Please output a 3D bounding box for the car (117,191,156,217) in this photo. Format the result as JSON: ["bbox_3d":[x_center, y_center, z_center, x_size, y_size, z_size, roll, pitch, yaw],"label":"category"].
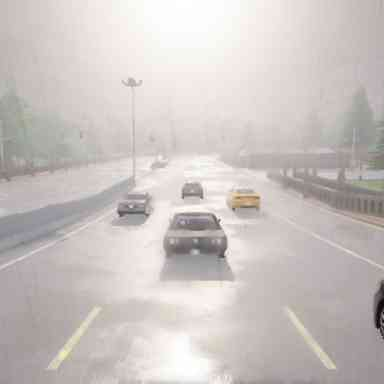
[{"bbox_3d":[-3.417,0.648,21.092,2.033,1.411,5.357,0,5,0],"label":"car"}]

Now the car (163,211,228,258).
[{"bbox_3d":[0.096,1.326,11.688,1.895,1.301,4.718,0,3,0],"label":"car"}]

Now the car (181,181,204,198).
[{"bbox_3d":[0.035,-0.350,30.579,1.994,1.385,4.181,0,7,0],"label":"car"}]

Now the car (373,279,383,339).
[{"bbox_3d":[3.599,1.461,2.986,2.128,1.511,4.902,0,0,0],"label":"car"}]

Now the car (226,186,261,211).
[{"bbox_3d":[3.571,0.338,23.681,1.882,1.535,5.008,0,5,0],"label":"car"}]
